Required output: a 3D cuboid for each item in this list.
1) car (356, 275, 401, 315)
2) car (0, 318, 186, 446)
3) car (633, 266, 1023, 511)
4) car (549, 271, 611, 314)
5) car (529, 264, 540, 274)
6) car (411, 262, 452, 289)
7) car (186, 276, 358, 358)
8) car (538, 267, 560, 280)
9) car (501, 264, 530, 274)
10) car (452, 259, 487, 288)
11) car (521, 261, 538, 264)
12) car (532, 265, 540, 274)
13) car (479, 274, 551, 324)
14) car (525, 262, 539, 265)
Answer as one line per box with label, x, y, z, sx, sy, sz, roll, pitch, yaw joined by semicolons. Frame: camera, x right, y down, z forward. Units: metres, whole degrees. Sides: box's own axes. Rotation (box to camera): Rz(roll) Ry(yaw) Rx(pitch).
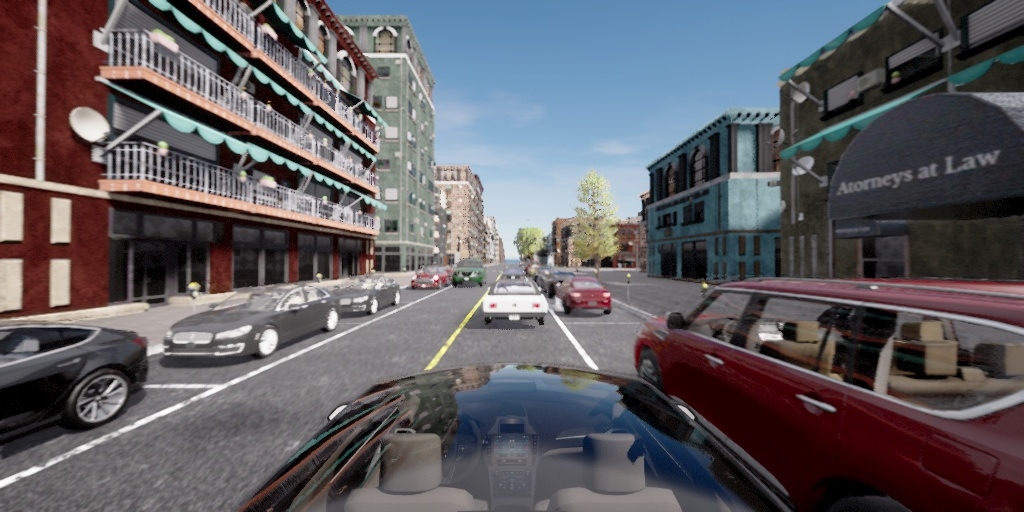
car;-5.689;1.426;14.063;2.007;1.370;4.403;0;0;0
car;-5.690;1.329;2.987;1.948;1.339;4.313;0;0;0
car;2.691;1.077;2.986;2.192;1.841;5.009;0;0;0
car;2.692;1.458;14.061;1.802;1.307;4.207;0;0;0
car;2.694;1.624;30.677;1.948;1.339;4.313;0;0;0
car;-5.688;1.437;25.139;1.967;1.591;4.097;0;0;0
car;-5.689;1.369;8.525;2.007;1.370;4.403;0;0;0
car;2.692;1.501;19.600;1.948;1.339;4.313;0;0;0
car;0.087;1.574;27.807;2.033;1.411;5.357;0;-1;0
car;-3.098;1.242;27.174;2.150;2.045;5.566;0;-1;0
car;2.696;1.558;47.295;2.192;1.841;5.009;0;0;0
car;2.693;1.547;25.138;2.007;1.370;4.403;0;0;0
car;0.083;1.458;12.332;1.895;1.301;4.718;0;-1;0
car;2.696;1.707;41.926;1.751;1.417;4.829;0;0;0
